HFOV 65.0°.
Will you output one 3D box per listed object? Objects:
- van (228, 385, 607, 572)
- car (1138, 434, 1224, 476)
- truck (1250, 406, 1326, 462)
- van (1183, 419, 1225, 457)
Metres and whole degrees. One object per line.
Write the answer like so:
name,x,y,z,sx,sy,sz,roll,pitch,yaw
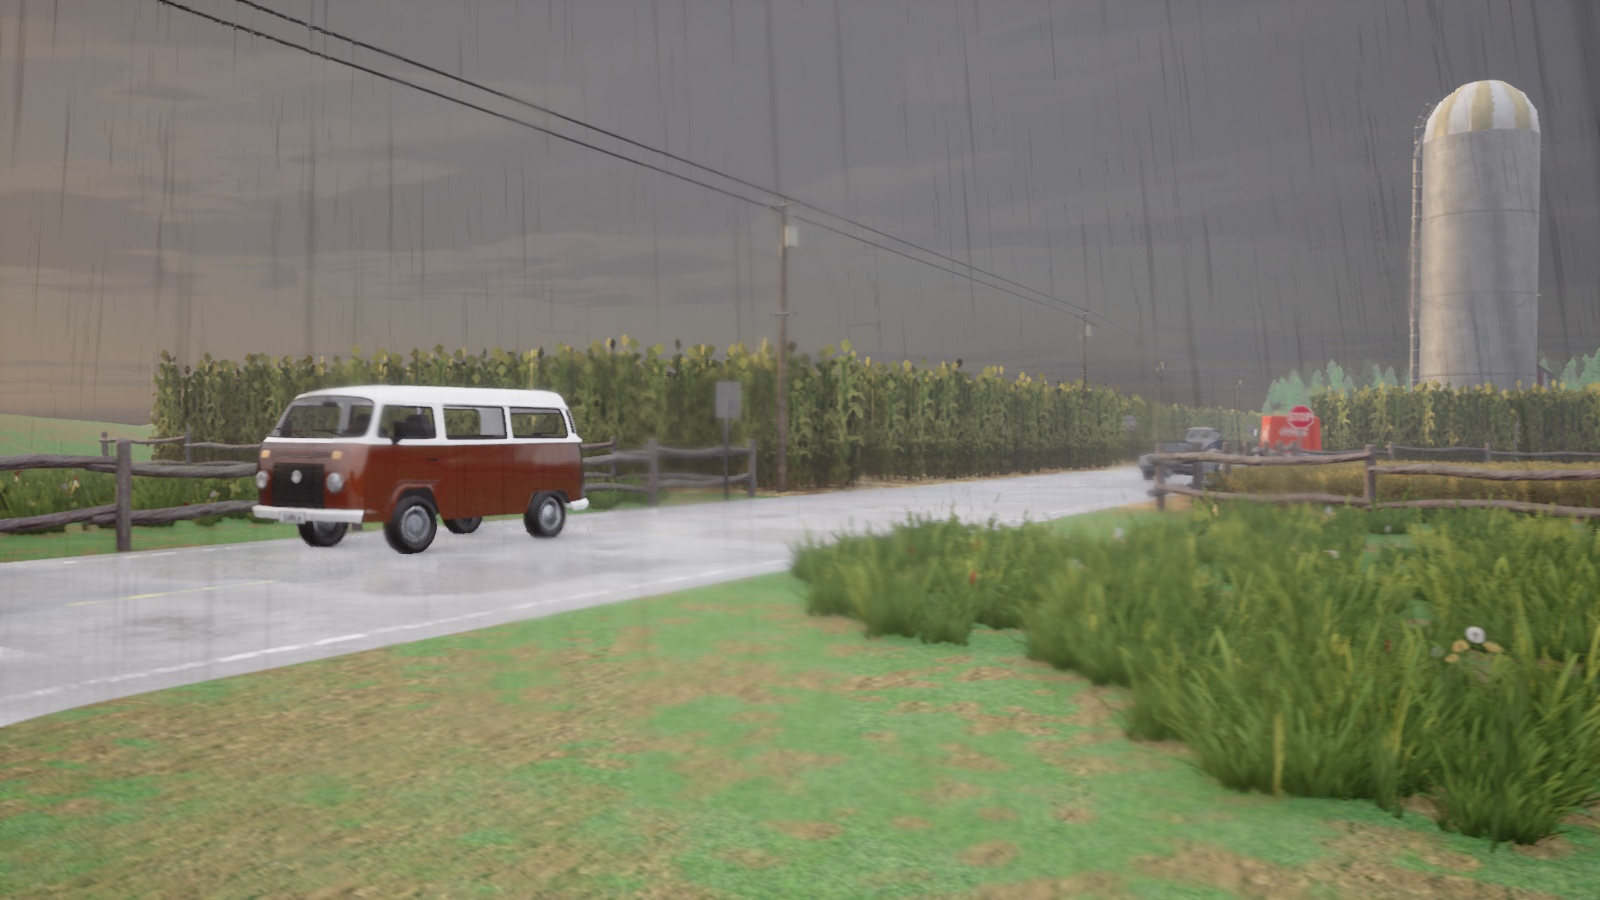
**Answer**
van,-4.693,0.277,16.155,2.069,2.038,4.480,0,1,28
car,12.884,0.138,42.260,1.895,1.301,4.718,0,1,28
truck,22.894,-0.769,59.119,2.627,2.467,5.204,1,1,13
van,21.903,-0.642,67.990,1.775,1.987,4.442,0,1,23
